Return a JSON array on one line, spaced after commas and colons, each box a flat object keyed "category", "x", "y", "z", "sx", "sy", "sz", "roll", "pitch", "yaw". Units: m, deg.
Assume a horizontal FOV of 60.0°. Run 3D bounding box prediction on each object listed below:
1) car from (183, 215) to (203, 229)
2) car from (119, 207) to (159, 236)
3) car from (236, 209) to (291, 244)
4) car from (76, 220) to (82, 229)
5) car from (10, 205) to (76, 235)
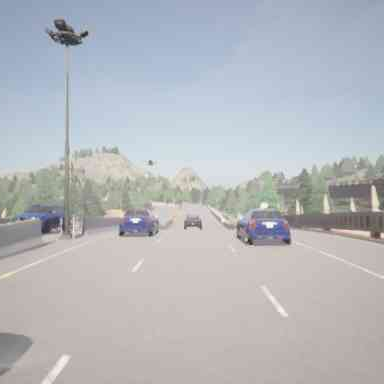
[{"category": "car", "x": 0.107, "y": 3.292, "z": 36.173, "sx": 2.128, "sy": 1.511, "sz": 4.902, "roll": 0, "pitch": -6, "yaw": 0}, {"category": "car", "x": -3.395, "y": 1.923, "z": 22.095, "sx": 2.097, "sy": 1.767, "sz": 4.553, "roll": 0, "pitch": -4, "yaw": 0}, {"category": "car", "x": 3.604, "y": 1.686, "z": 17.539, "sx": 2.097, "sy": 1.767, "sz": 4.553, "roll": 0, "pitch": -3, "yaw": 0}, {"category": "car", "x": -17.530, "y": 5.269, "z": 54.272, "sx": 2.097, "sy": 1.767, "sz": 4.553, "roll": 0, "pitch": -7, "yaw": 1}, {"category": "car", "x": -10.591, "y": 1.901, "z": 23.748, "sx": 2.150, "sy": 2.045, "sz": 5.566, "roll": 0, "pitch": -4, "yaw": 0}]
